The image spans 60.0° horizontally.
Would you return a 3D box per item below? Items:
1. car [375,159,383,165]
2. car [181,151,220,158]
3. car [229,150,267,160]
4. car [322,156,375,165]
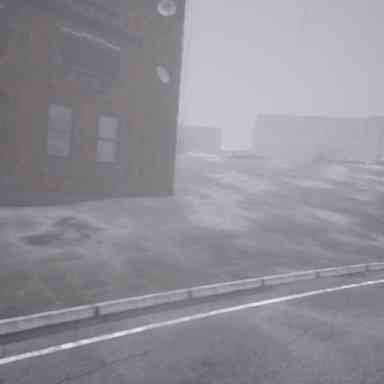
[{"bbox_3d":[22.887,-3.014,37.346,4.892,1.521,2.231,3,-2,5],"label":"car"},{"bbox_3d":[1.037,-4.104,39.191,4.674,1.452,2.002,3,-2,5],"label":"car"},{"bbox_3d":[6.512,-3.991,38.732,4.553,1.767,2.185,3,-2,5],"label":"car"},{"bbox_3d":[17.394,-3.308,37.804,4.892,1.521,2.231,3,-2,5],"label":"car"}]
